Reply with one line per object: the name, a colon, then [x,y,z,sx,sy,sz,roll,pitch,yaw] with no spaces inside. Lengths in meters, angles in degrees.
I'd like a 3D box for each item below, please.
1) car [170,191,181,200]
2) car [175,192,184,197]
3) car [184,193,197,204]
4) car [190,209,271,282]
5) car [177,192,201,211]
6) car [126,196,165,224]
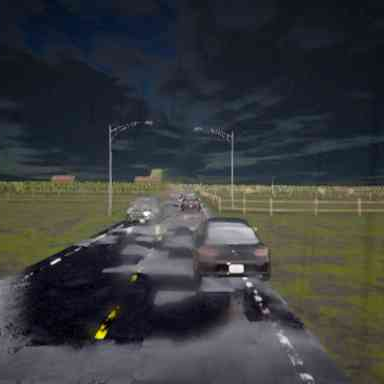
car: [-3.076,0.589,63.369,2.097,1.767,4.553,0,1,0]
car: [-3.127,0.603,84.222,1.895,1.301,4.718,0,1,0]
car: [-0.184,0.908,47.518,1.882,1.535,5.008,0,0,0]
car: [0.923,1.416,9.275,1.812,1.442,4.674,0,1,0]
car: [-0.099,1.094,33.452,2.128,1.511,4.902,0,1,0]
car: [-2.946,1.092,21.844,2.097,1.767,4.553,0,1,0]
